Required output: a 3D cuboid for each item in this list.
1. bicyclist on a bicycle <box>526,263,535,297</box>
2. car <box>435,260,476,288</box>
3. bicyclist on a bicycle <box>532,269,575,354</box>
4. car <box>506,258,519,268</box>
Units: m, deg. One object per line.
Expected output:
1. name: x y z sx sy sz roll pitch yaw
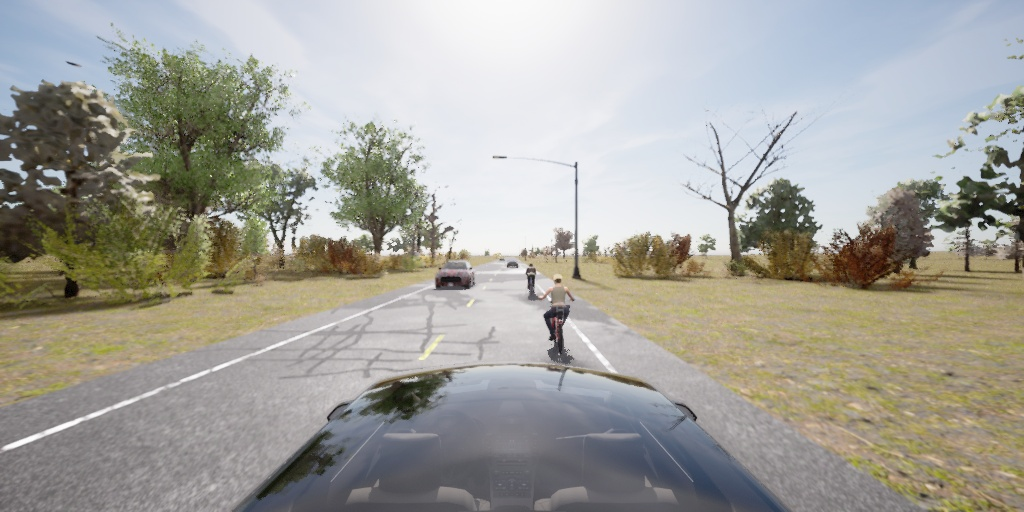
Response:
1. bicyclist on a bicycle: 0.962 1.200 17.946 0.582 1.620 1.656 0 0 0
2. car: -3.601 1.098 23.321 2.097 1.767 4.553 0 0 0
3. bicyclist on a bicycle: 0.981 1.186 7.808 0.866 1.612 1.509 0 0 0
4. car: 0.095 1.256 60.841 1.812 1.442 4.674 0 0 0
